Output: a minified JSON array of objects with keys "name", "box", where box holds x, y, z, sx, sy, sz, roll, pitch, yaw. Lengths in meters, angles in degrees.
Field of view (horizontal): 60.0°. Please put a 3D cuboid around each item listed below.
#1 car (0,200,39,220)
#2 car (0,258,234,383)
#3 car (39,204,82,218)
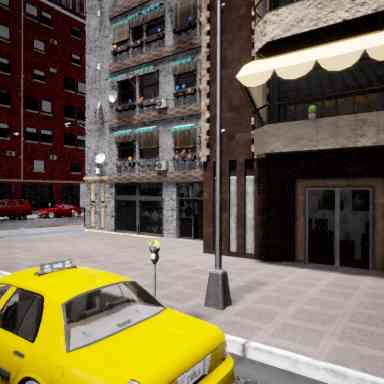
[{"name":"car","box":[-16.811,1.591,29.453,2.192,1.841,5.009,-1,-2,35]},{"name":"car","box":[-1.860,1.525,4.191,4.829,1.417,1.752,0,0,35]},{"name":"car","box":[-13.526,1.924,34.100,1.887,1.381,4.507,-1,-2,35]}]
